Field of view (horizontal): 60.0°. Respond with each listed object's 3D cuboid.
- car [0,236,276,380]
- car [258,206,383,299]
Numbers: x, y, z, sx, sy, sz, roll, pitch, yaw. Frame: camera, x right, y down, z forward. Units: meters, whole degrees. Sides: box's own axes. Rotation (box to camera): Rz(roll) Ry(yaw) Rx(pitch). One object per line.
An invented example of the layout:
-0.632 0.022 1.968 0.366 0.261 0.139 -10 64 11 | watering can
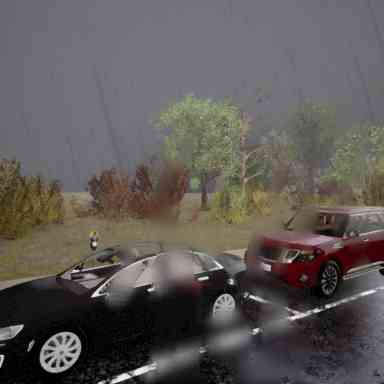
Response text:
-0.952 1.551 5.406 4.403 1.369 2.008 0 1 -35 | car
3.657 1.317 8.679 5.009 1.841 2.192 0 1 -35 | car
